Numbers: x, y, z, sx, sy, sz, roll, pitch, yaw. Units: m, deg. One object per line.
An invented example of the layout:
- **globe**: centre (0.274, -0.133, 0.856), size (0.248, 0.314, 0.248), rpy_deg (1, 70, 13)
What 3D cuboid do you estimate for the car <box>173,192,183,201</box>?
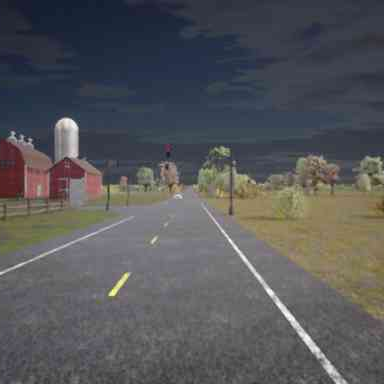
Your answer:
- **car**: centre (-3.494, 1.057, 82.525), size (2.150, 2.045, 5.566), rpy_deg (0, 0, 0)
